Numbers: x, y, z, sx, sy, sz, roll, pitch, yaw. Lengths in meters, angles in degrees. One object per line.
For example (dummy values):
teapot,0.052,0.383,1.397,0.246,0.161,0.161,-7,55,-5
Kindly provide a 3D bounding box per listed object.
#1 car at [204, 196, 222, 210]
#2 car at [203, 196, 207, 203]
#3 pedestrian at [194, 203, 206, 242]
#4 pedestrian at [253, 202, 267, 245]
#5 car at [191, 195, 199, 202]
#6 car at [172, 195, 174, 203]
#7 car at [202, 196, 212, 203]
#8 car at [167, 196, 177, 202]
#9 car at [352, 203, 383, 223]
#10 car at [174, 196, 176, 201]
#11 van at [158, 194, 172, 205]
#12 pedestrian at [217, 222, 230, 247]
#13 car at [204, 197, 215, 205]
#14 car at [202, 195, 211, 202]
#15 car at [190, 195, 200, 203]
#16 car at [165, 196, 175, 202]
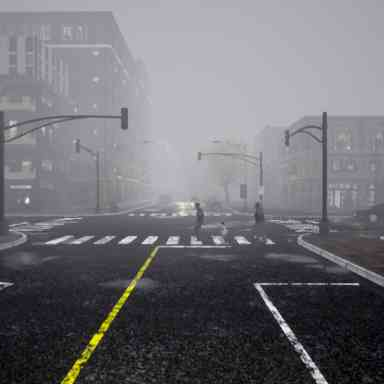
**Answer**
car,3.049,1.580,43.640,2.008,1.369,4.403,0,0,0
car,3.097,1.479,49.337,1.967,1.590,4.097,0,0,0
pedestrian,0.319,1.294,14.716,0.375,1.860,0.375,0,0,0
pedestrian,2.858,1.294,14.096,0.375,1.860,0.375,0,0,0
car,0.668,1.541,80.851,1.812,1.442,4.674,0,0,0
car,-5.143,1.651,66.498,1.802,1.307,4.206,0,0,0
car,3.285,1.633,72.123,2.008,1.369,4.403,0,0,0
car,-5.002,1.663,83.587,2.008,1.369,4.403,0,0,0
car,15.030,1.578,25.860,4.892,1.490,1.837,0,0,-2
car,-5.096,1.397,72.195,2.192,1.841,5.009,0,0,0
van,-5.190,1.399,60.801,1.690,1.788,3.998,0,0,0
pedestrian,1.295,1.674,13.509,0.500,1.100,0.500,0,0,0
car,3.190,1.640,60.731,1.802,1.307,4.206,0,0,0
car,3.331,1.537,77.820,1.967,1.590,4.097,0,0,0
car,0.582,1.547,70.434,1.882,1.535,5.008,0,0,0
car,-5.049,1.662,77.891,1.947,1.339,4.313,0,0,0
